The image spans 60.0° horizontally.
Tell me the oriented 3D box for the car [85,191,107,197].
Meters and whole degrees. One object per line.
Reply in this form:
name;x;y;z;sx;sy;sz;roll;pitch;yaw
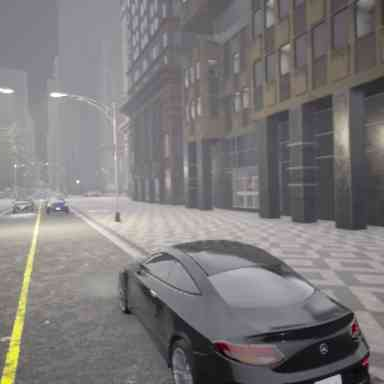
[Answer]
car;-25.928;0.755;89.880;4.097;1.590;1.967;-1;0;-24

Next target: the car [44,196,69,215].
car;-12.668;1.294;31.270;1.812;1.442;4.674;-2;1;-24

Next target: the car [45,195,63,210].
car;-16.954;1.218;40.724;1.837;1.490;4.892;-2;1;-24

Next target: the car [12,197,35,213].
car;-17.881;1.312;35.396;2.128;1.511;4.902;-2;1;-24

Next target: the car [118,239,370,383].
car;0.186;1.432;4.859;1.812;1.442;4.674;-2;1;-24
